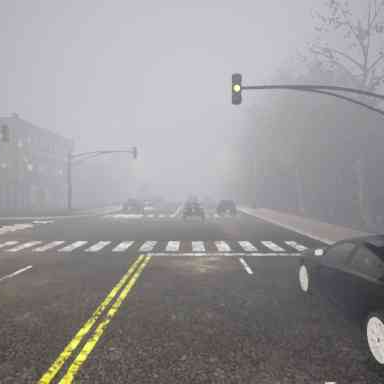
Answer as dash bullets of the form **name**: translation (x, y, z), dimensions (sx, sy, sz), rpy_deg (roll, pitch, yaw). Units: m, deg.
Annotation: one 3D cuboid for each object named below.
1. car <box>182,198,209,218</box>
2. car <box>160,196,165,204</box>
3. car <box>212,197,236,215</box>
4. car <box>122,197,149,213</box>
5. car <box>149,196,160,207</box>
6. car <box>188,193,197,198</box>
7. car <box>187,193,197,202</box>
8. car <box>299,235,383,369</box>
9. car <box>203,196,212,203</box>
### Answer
- **car**: translation (0.117, 1.539, 29.514), dimensions (2.033, 1.411, 5.357), rpy_deg (0, 0, 0)
- **car**: translation (-6.496, 1.453, 65.278), dimensions (1.882, 1.535, 5.008), rpy_deg (0, 1, 1)
- **car**: translation (3.368, 1.495, 33.781), dimensions (1.837, 1.490, 4.892), rpy_deg (0, 0, 0)
- **car**: translation (-6.571, 1.480, 37.630), dimensions (2.128, 1.511, 4.902), rpy_deg (0, 0, 0)
- **car**: translation (-6.554, 1.474, 50.735), dimensions (2.128, 1.511, 4.902), rpy_deg (0, 0, 0)
- **car**: translation (0.130, 1.332, 55.097), dimensions (2.097, 1.767, 4.553), rpy_deg (0, 0, 0)
- **car**: translation (0.040, 1.193, 78.961), dimensions (2.150, 2.045, 5.566), rpy_deg (0, 0, 0)
- **car**: translation (3.345, 1.476, 5.677), dimensions (1.882, 1.535, 5.008), rpy_deg (0, 0, 1)
- **car**: translation (3.284, 1.465, 68.507), dimensions (2.128, 1.511, 4.902), rpy_deg (0, 0, 0)
